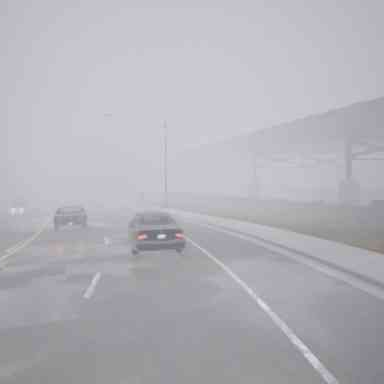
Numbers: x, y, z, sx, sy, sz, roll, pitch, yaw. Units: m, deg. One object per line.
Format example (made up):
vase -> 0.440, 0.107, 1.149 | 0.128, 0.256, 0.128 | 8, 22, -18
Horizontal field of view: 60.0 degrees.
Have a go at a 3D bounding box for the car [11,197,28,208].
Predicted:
car -> -25.702, 1.513, 49.702 | 2.128, 1.511, 4.902 | -1, 0, -20

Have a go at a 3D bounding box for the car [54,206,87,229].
car -> -7.820, 1.552, 21.529 | 1.895, 1.301, 4.718 | -1, 0, -19

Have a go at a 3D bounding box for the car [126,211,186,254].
car -> -1.569, 1.475, 13.213 | 2.033, 1.411, 5.357 | -1, 0, -13
